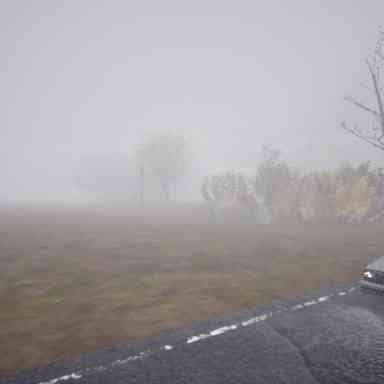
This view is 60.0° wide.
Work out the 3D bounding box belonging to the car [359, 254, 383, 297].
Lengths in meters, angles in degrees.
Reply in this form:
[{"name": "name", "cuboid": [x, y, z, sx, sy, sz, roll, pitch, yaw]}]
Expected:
[{"name": "car", "cuboid": [6.067, 1.598, 7.714, 5.357, 1.411, 2.033, 0, 0, -36]}]
